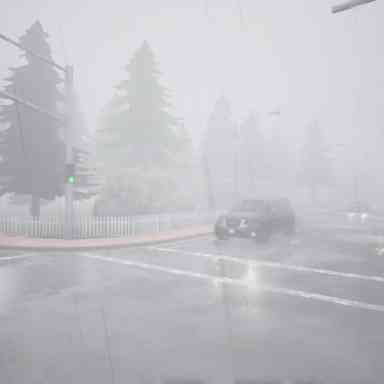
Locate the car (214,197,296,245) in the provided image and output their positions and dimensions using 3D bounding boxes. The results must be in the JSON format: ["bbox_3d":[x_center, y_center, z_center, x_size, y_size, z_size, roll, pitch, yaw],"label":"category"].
[{"bbox_3d":[3.276,1.283,16.165,2.150,2.045,5.566,0,0,36],"label":"car"}]

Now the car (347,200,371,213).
[{"bbox_3d":[18.887,1.632,37.502,1.994,1.385,4.181,0,0,36],"label":"car"}]
